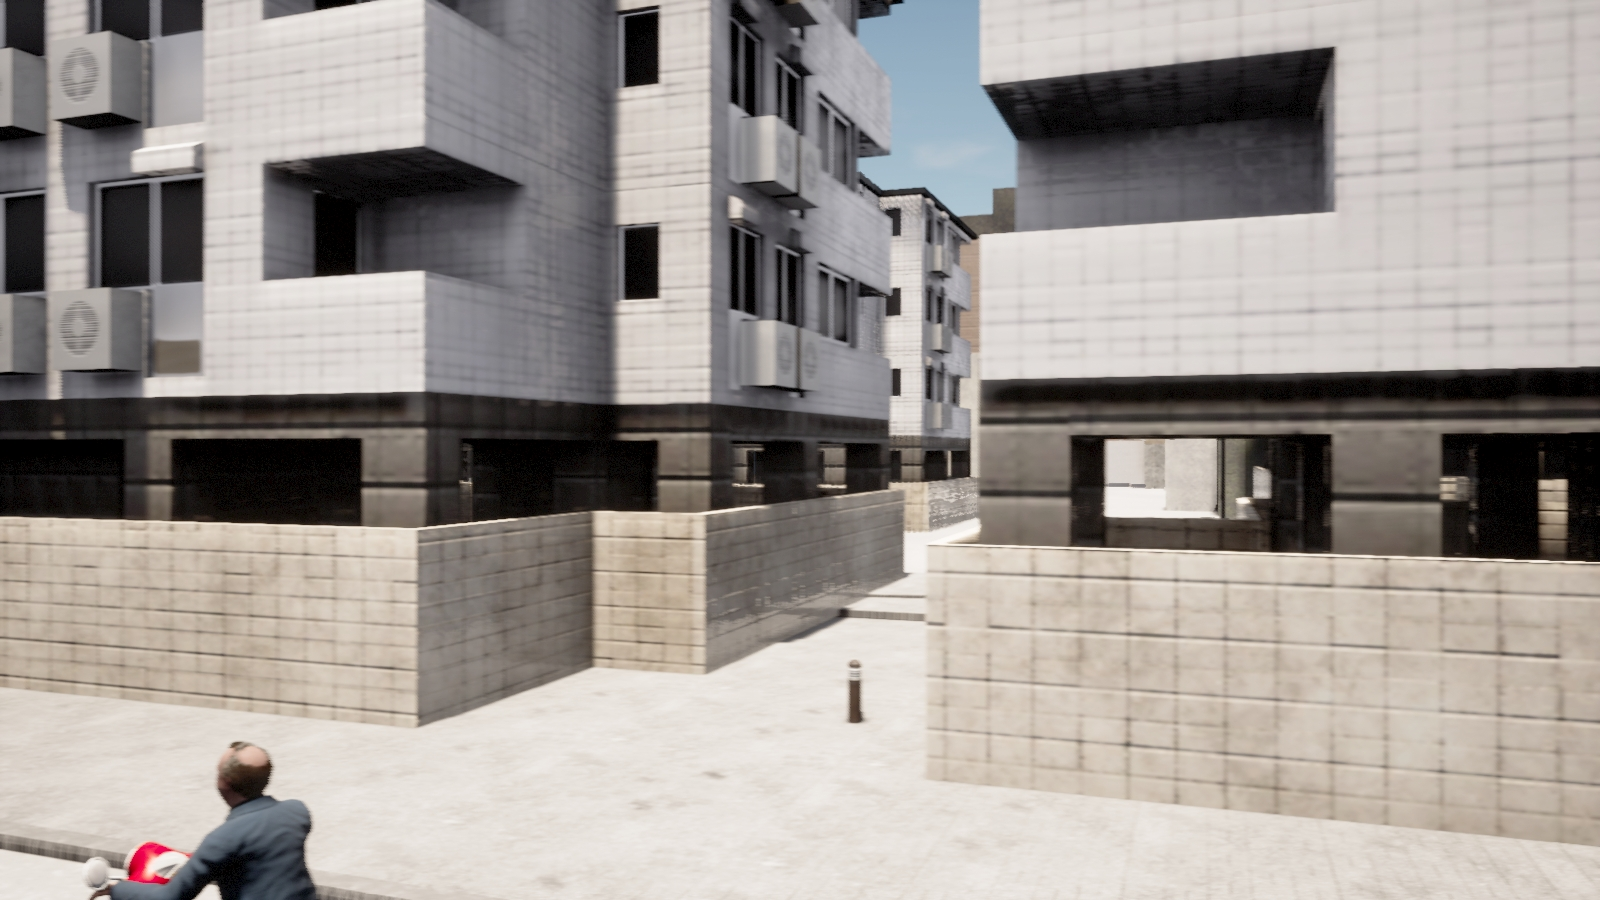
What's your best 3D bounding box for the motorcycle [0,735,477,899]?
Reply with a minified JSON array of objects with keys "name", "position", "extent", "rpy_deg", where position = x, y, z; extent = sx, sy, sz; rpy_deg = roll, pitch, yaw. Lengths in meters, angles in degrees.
[{"name":"motorcycle","position":[-2.343,1.962,4.669],"extent":[1.805,1.236,0.856],"rpy_deg":[0,0,20]}]
